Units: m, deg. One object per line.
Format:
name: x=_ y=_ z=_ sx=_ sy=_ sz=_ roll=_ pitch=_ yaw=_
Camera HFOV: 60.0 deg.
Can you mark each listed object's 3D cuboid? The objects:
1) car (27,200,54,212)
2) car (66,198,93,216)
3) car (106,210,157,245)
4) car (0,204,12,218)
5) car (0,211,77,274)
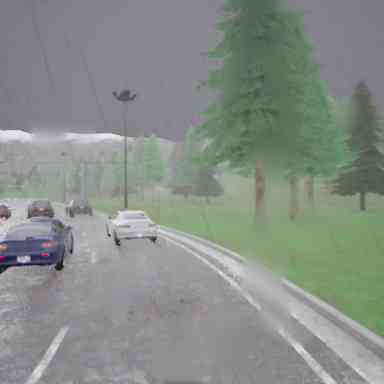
car: x=-13.940 y=1.536 z=30.638 sx=2.097 sy=1.767 sz=4.553 roll=-1 pitch=0 yaw=-26
car: x=-11.368 y=1.499 z=33.357 sx=2.097 sy=1.767 sz=4.553 roll=-1 pitch=0 yaw=-26
car: x=-2.943 y=1.561 z=15.840 sx=1.812 sy=1.442 sz=4.674 roll=-1 pitch=0 yaw=-20
car: x=-18.035 y=1.804 z=31.035 sx=1.994 sy=1.385 sz=4.181 roll=-1 pitch=0 yaw=-26
car: x=-5.013 y=1.591 z=10.920 sx=1.812 sy=1.442 sz=4.674 roll=0 pitch=0 yaw=-15
